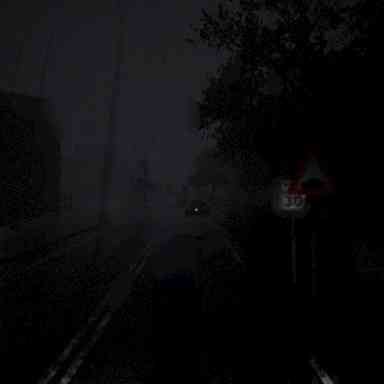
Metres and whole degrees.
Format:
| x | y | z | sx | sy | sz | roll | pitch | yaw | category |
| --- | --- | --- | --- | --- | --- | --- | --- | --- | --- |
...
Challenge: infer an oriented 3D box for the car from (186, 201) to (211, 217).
| x | y | z | sx | sy | sz | roll | pitch | yaw | category |
| --- | --- | --- | --- | --- | --- | --- | --- | --- | --- |
| 0.628 | 1.482 | 30.515 | 1.994 | 1.385 | 4.181 | 0 | 0 | 7 | car |
